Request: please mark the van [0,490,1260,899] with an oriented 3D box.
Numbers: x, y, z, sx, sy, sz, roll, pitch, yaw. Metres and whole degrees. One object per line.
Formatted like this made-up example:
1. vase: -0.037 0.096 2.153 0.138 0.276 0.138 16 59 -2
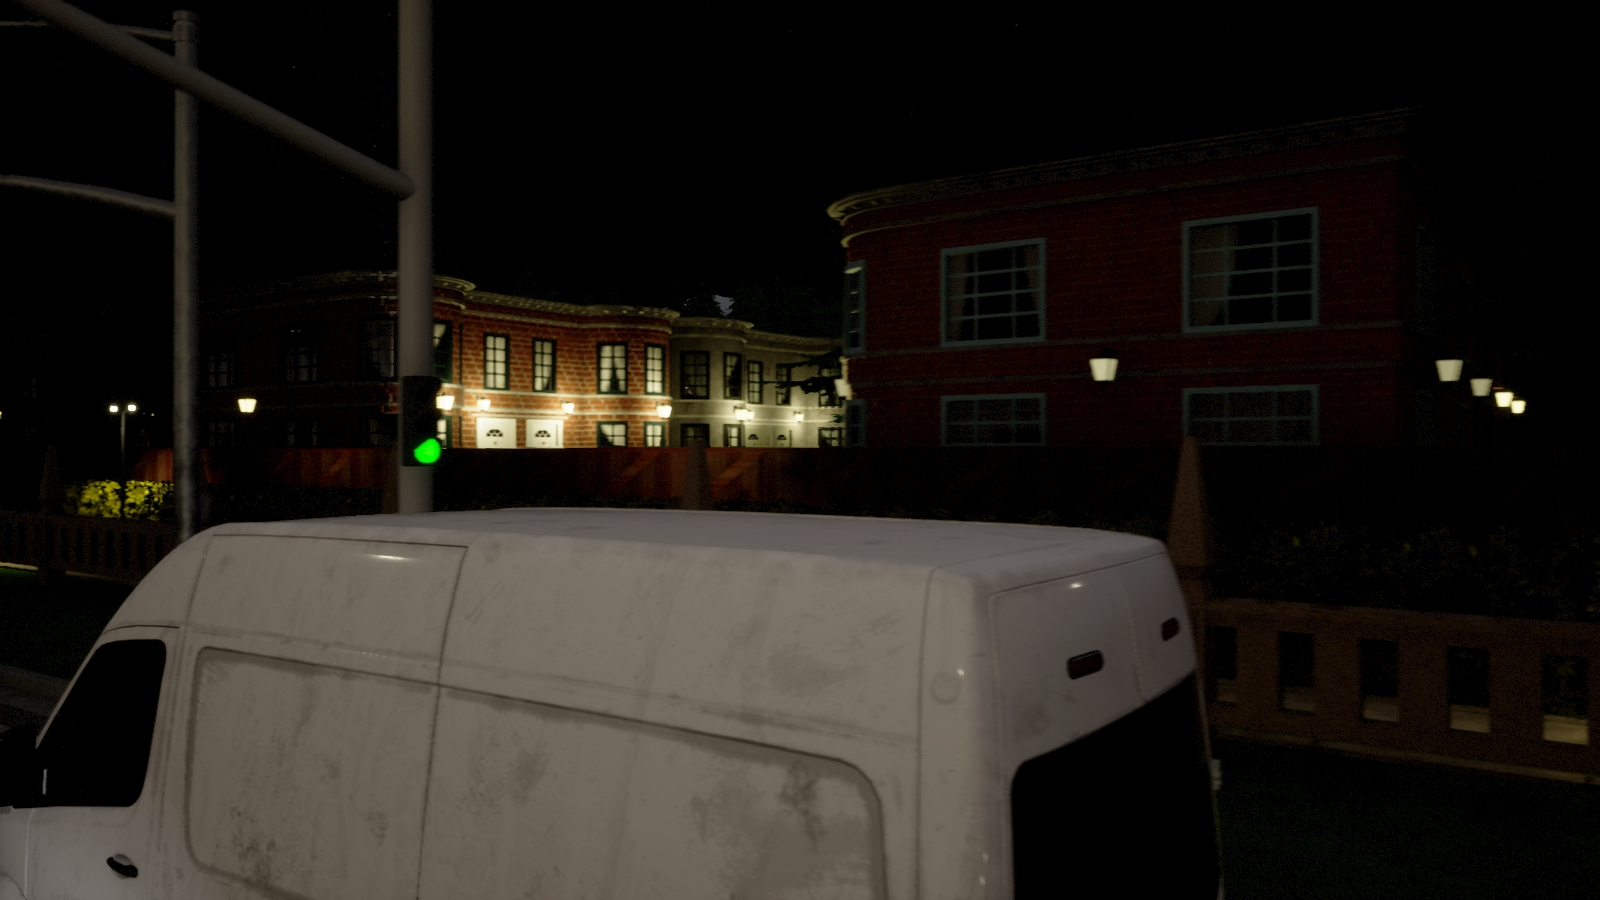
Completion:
1. van: -1.431 1.536 4.768 5.915 2.561 1.988 0 0 35
